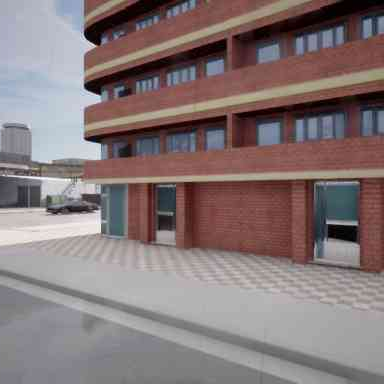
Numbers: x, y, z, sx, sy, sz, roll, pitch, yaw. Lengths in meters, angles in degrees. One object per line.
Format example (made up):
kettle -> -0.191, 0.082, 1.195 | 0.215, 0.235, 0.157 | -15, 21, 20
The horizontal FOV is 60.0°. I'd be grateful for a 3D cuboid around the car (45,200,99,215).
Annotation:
car -> -12.110, 1.548, 34.014 | 2.033, 1.411, 5.357 | 0, 0, 35
